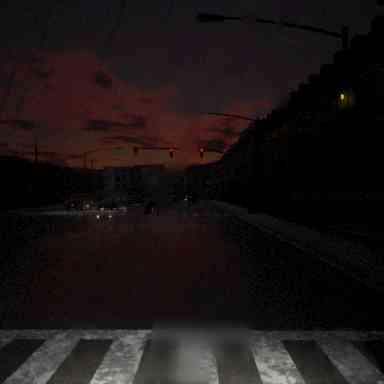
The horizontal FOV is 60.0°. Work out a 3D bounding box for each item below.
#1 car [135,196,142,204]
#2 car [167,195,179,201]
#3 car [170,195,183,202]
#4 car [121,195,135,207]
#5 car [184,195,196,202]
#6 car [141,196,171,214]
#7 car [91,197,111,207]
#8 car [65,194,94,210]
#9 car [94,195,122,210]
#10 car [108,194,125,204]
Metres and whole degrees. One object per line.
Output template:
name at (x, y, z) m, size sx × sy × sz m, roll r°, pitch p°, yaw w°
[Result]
car at (-10.619, 1.546, 63.362) m, size 2.033 × 1.411 × 5.357 m, roll 0°, pitch 0°, yaw 0°
car at (-4.783, 1.465, 82.648) m, size 1.895 × 1.301 × 4.718 m, roll 0°, pitch 0°, yaw -17°
car at (-3.601, 1.591, 72.451) m, size 1.895 × 1.301 × 4.718 m, roll 0°, pitch 0°, yaw -3°
car at (-10.631, 1.600, 51.401) m, size 1.895 × 1.301 × 4.718 m, roll 0°, pitch 0°, yaw 0°
car at (-0.113, 1.516, 73.392) m, size 2.128 × 1.511 × 4.902 m, roll 0°, pitch 0°, yaw -3°
car at (-3.688, 1.504, 35.003) m, size 1.837 × 1.490 × 4.892 m, roll 1°, pitch 0°, yaw 4°
car at (-14.133, 1.504, 51.898) m, size 1.837 × 1.490 × 4.892 m, roll 0°, pitch 0°, yaw 0°
car at (-14.132, 1.220, 42.089) m, size 2.150 × 2.045 × 5.566 m, roll 0°, pitch 0°, yaw 1°
car at (-10.628, 1.525, 42.296) m, size 1.812 × 1.442 × 4.674 m, roll 0°, pitch 0°, yaw 0°
car at (-14.123, 1.351, 62.164) m, size 2.097 × 1.767 × 4.553 m, roll 0°, pitch 0°, yaw 0°
